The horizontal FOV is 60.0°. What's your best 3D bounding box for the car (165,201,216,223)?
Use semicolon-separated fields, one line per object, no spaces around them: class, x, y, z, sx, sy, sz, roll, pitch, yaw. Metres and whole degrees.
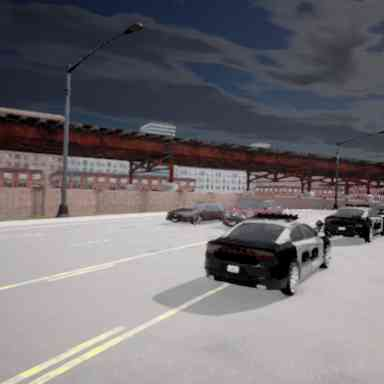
car;0.689;1.340;22.176;2.033;1.411;5.357;1;1;41

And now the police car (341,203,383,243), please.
police car;8.224;1.404;16.460;1.930;1.638;5.238;1;1;41

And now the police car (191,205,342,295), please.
police car;2.328;1.367;8.882;1.930;1.638;5.238;2;1;35

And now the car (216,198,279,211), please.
car;3.854;1.218;20.385;2.097;1.767;4.553;1;1;41
